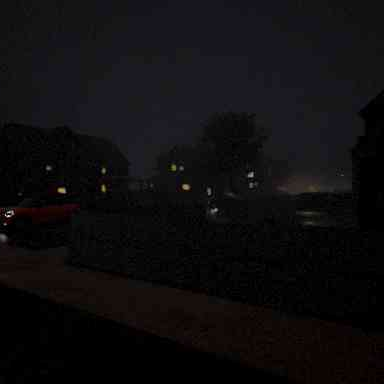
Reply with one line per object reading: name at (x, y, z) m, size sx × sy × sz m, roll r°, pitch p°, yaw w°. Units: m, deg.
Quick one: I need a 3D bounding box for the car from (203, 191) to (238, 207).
car at (2.976, 0.698, 34.475) m, size 2.128 × 1.511 × 4.902 m, roll 1°, pitch 2°, yaw 36°

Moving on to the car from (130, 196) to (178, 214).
car at (-2.915, 1.008, 26.221) m, size 1.994 × 1.385 × 4.181 m, roll 1°, pitch 2°, yaw 35°

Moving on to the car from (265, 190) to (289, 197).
car at (12.156, 0.389, 47.230) m, size 2.033 × 1.411 × 5.357 m, roll 1°, pitch 2°, yaw 36°

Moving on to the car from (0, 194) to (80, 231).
car at (-8.518, 1.024, 18.339) m, size 2.097 × 1.767 × 4.553 m, roll 1°, pitch 2°, yaw 35°
